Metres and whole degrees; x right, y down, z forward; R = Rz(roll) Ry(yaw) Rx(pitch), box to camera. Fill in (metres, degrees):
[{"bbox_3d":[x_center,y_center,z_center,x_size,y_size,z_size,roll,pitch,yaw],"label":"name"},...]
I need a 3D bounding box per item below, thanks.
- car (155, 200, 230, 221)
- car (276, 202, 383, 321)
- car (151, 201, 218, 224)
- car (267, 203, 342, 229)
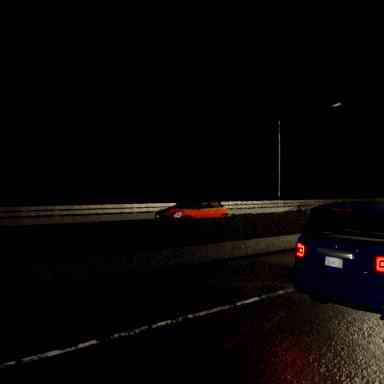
[{"bbox_3d":[0.236,1.348,21.357,4.553,1.767,2.097,0,0,-36],"label":"car"},{"bbox_3d":[4.452,1.219,6.917,5.566,2.045,2.150,0,0,-36],"label":"car"},{"bbox_3d":[-0.473,1.500,25.151,4.892,1.490,1.837,0,0,-36],"label":"car"},{"bbox_3d":[7.651,1.541,22.348,5.357,1.411,2.033,0,0,-36],"label":"car"}]
